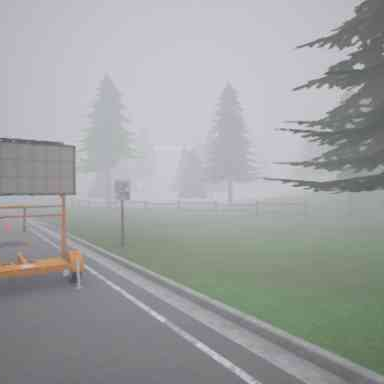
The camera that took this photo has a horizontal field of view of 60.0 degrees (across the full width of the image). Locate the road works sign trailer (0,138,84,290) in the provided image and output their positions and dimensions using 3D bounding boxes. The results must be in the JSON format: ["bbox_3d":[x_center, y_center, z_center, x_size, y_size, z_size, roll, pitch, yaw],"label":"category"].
[{"bbox_3d":[-4.226,0.485,8.391,2.380,3.560,2.880,0,0,-33],"label":"road works sign trailer"}]
